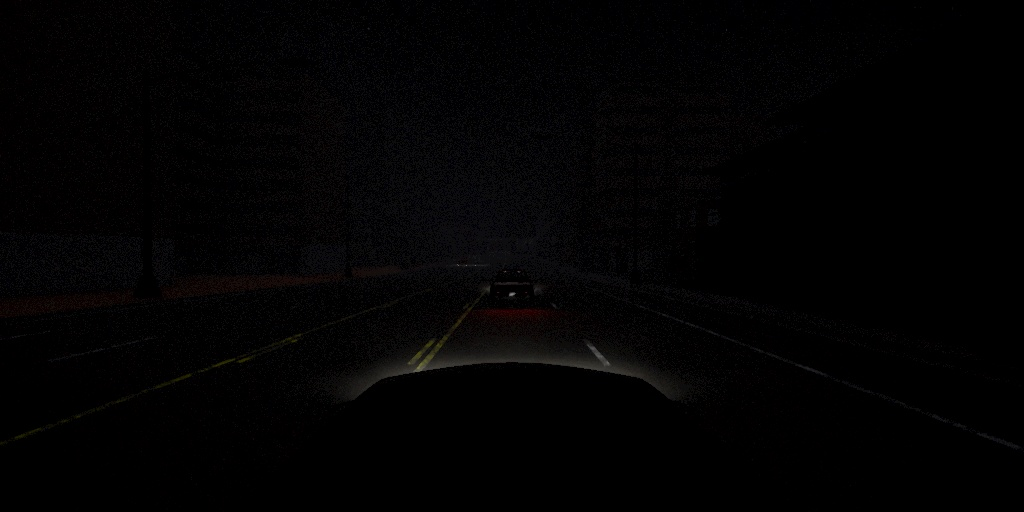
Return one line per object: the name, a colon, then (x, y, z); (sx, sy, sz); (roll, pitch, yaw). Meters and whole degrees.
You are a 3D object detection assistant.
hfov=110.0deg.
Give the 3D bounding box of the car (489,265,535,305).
car: (0.000, 1.332, 16.509); (2.128, 1.511, 4.902); (0, -1, 0)
